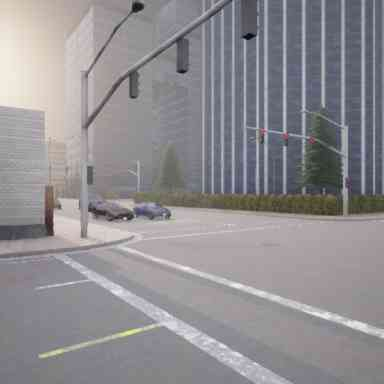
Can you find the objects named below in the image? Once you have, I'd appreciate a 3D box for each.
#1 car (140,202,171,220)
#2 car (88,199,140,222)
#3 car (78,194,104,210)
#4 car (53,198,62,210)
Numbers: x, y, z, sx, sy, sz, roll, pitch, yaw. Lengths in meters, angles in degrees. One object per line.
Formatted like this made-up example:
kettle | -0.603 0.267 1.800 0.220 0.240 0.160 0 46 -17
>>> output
car | -3.626 1.581 29.119 1.812 1.442 4.674 0 0 -36
car | -6.564 1.603 27.176 2.033 1.411 5.357 0 0 -36
car | -12.377 1.272 41.304 2.150 2.045 5.566 0 1 -36
car | -18.727 1.565 44.226 1.837 1.490 4.892 0 0 -35
